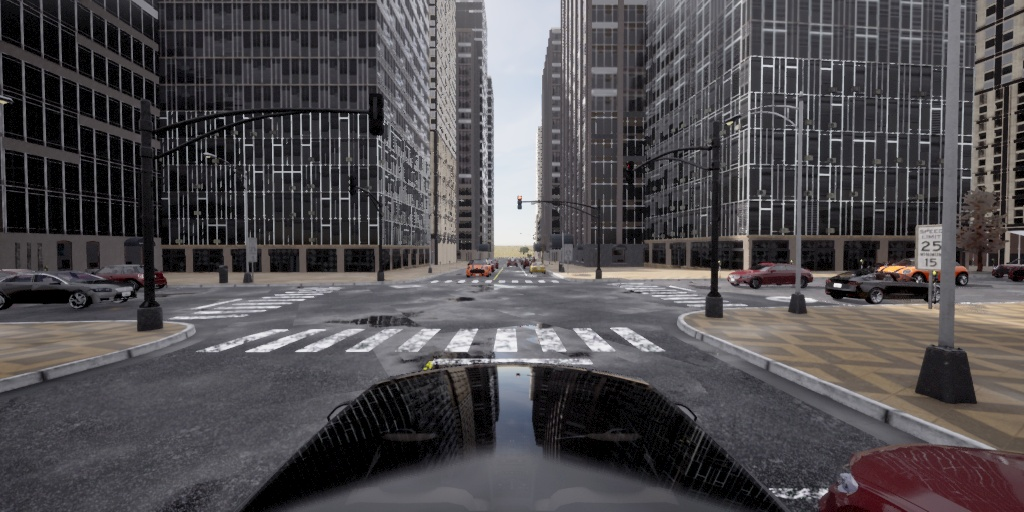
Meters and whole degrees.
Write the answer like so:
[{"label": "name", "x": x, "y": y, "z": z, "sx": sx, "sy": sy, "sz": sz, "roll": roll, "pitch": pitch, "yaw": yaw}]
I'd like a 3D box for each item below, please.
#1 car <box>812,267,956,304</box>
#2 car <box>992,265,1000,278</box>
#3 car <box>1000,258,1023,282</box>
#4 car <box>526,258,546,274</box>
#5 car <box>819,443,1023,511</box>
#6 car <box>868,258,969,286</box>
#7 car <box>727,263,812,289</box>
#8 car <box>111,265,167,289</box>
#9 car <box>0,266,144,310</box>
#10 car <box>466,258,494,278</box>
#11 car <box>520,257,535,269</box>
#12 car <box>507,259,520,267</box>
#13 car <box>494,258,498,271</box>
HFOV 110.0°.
[{"label": "car", "x": 16.126, "y": 1.294, "z": 15.682, "sx": 4.313, "sy": 1.339, "sz": 1.948, "roll": 0, "pitch": 0, "yaw": -5}, {"label": "car", "x": 37.697, "y": 0.864, "z": 26.095, "sx": 4.097, "sy": 1.591, "sz": 1.967, "roll": 0, "pitch": 0, "yaw": -5}, {"label": "car", "x": 35.352, "y": 0.845, "z": 23.253, "sx": 4.553, "sy": 1.767, "sz": 2.097, "roll": 0, "pitch": 1, "yaw": -5}, {"label": "car", "x": 2.812, "y": 1.255, "z": 39.925, "sx": 1.751, "sy": 1.417, "sz": 4.829, "roll": 0, "pitch": 0, "yaw": 0}, {"label": "car", "x": 2.691, "y": 1.332, "z": 0.387, "sx": 1.802, "sy": 1.307, "sz": 4.207, "roll": 0, "pitch": 0, "yaw": 0}, {"label": "car", "x": 25.343, "y": 0.904, "z": 22.334, "sx": 4.553, "sy": 1.767, "sz": 2.097, "roll": 0, "pitch": 1, "yaw": -5}, {"label": "car", "x": 15.395, "y": 1.136, "z": 21.426, "sx": 4.674, "sy": 1.442, "sz": 1.812, "roll": 0, "pitch": 1, "yaw": -5}, {"label": "car", "x": -22.575, "y": 1.216, "z": 20.524, "sx": 4.097, "sy": 1.591, "sz": 1.967, "roll": 0, "pitch": 0, "yaw": -5}, {"label": "car", "x": -18.860, "y": 1.369, "z": 15.032, "sx": 4.902, "sy": 1.511, "sz": 2.128, "roll": 0, "pitch": 1, "yaw": -5}, {"label": "car", "x": -3.106, "y": 1.086, "z": 34.271, "sx": 2.097, "sy": 1.767, "sz": 4.553, "roll": 0, "pitch": 0, "yaw": 0}, {"label": "car", "x": 2.719, "y": 1.029, "z": 55.007, "sx": 2.192, "sy": 1.841, "sz": 5.009, "roll": 0, "pitch": 0, "yaw": 0}, {"label": "car", "x": 0.085, "y": 1.227, "z": 65.356, "sx": 1.812, "sy": 1.442, "sz": 4.674, "roll": 0, "pitch": 0, "yaw": 0}, {"label": "car", "x": -3.108, "y": 1.204, "z": 44.206, "sx": 1.882, "sy": 1.535, "sz": 5.008, "roll": 0, "pitch": 0, "yaw": 0}]
